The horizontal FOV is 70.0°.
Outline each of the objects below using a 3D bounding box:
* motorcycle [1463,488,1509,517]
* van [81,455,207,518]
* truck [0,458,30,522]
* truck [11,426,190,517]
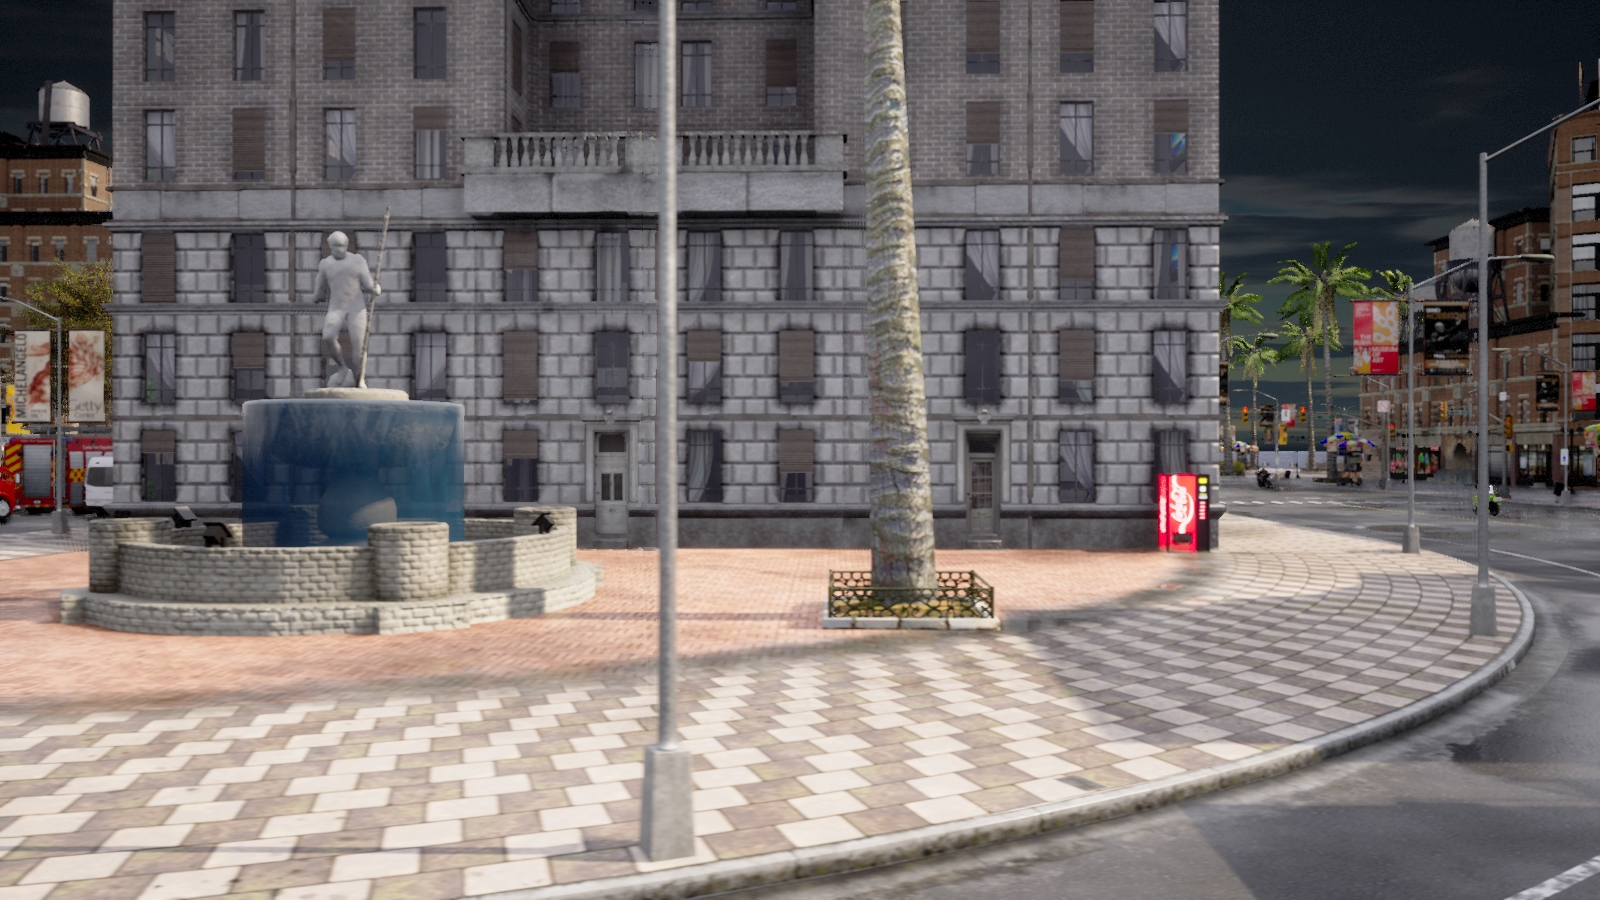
[{"bbox_3d":[29.101,2.223,48.477,0.803,1.145,2.033,0,0,3],"label":"motorcycle"},{"bbox_3d":[-28.637,1.535,50.147,1.988,2.561,5.915,0,0,2],"label":"van"},{"bbox_3d":[-32.387,1.566,43.442,2.627,2.467,5.204,0,0,2],"label":"truck"},{"bbox_3d":[-31.870,0.892,52.604,2.891,3.827,8.468,0,0,2],"label":"truck"}]
